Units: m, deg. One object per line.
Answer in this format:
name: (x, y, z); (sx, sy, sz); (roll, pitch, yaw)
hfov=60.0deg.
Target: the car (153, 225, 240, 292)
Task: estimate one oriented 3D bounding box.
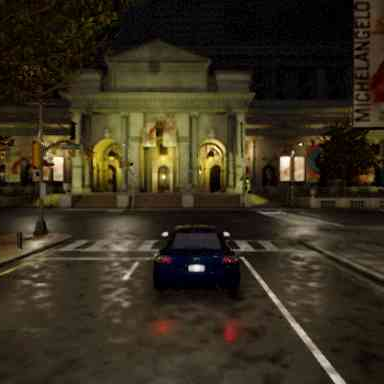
car: (0.109, 1.581, 8.995); (1.994, 1.385, 4.181); (0, 0, 0)
